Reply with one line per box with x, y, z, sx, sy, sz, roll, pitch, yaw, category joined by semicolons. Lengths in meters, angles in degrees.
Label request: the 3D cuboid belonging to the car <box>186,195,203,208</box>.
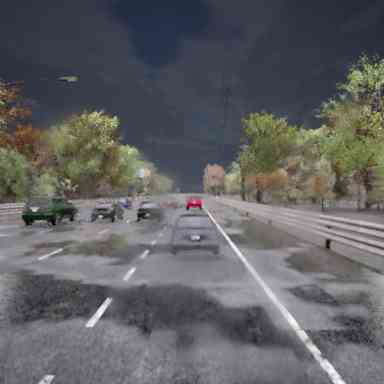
0.317;1.441;46.749;2.150;2.045;5.566;0;0;0;car

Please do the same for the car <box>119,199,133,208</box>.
-10.164;1.758;49.706;1.812;1.442;4.674;0;0;0;car

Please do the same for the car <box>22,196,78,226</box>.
-10.334;1.332;24.561;2.150;2.045;5.566;0;-1;0;car

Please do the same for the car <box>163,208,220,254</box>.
0.123;1.610;13.808;2.033;1.411;5.357;0;0;0;car

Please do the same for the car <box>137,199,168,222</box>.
-3.316;1.605;27.677;1.882;1.535;5.008;0;0;0;car

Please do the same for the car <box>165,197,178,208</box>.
-3.176;1.578;48.637;2.097;1.767;4.553;0;0;0;car

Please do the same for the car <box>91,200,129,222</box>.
-6.818;1.629;27.298;1.837;1.490;4.892;0;-1;0;car
